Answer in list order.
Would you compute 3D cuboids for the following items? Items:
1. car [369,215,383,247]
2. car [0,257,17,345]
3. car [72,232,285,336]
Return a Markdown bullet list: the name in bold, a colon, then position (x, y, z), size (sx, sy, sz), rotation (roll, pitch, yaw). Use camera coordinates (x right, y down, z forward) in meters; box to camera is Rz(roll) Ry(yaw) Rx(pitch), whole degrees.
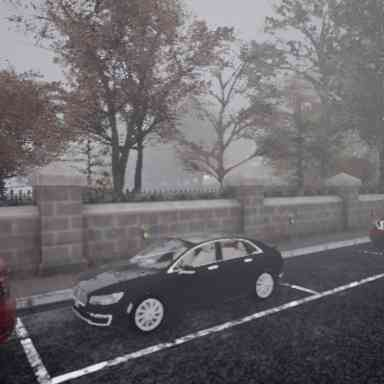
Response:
- **car**: position (8.969, 1.161, 12.959), size (5.009, 1.841, 2.192), rotation (-1, 0, -35)
- **car**: position (-4.551, 1.335, 3.319), size (5.009, 1.841, 2.192), rotation (-1, 0, -35)
- **car**: position (-0.041, 1.512, 6.533), size (4.403, 1.369, 2.008), rotation (-1, 0, -35)
